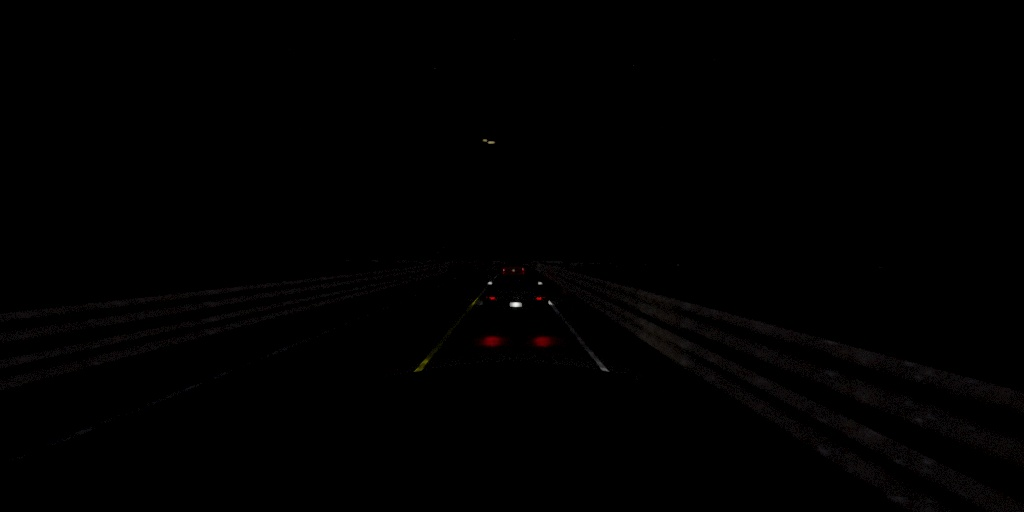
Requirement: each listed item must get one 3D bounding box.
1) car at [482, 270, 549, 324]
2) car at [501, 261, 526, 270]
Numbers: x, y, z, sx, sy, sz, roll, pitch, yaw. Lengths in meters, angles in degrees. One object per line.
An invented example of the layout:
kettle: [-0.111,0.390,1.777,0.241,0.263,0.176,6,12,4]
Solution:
car: [0.106,1.326,11.975,1.994,1.385,4.181,0,0,0]
car: [0.126,1.185,31.022,2.097,1.767,4.553,1,0,0]
